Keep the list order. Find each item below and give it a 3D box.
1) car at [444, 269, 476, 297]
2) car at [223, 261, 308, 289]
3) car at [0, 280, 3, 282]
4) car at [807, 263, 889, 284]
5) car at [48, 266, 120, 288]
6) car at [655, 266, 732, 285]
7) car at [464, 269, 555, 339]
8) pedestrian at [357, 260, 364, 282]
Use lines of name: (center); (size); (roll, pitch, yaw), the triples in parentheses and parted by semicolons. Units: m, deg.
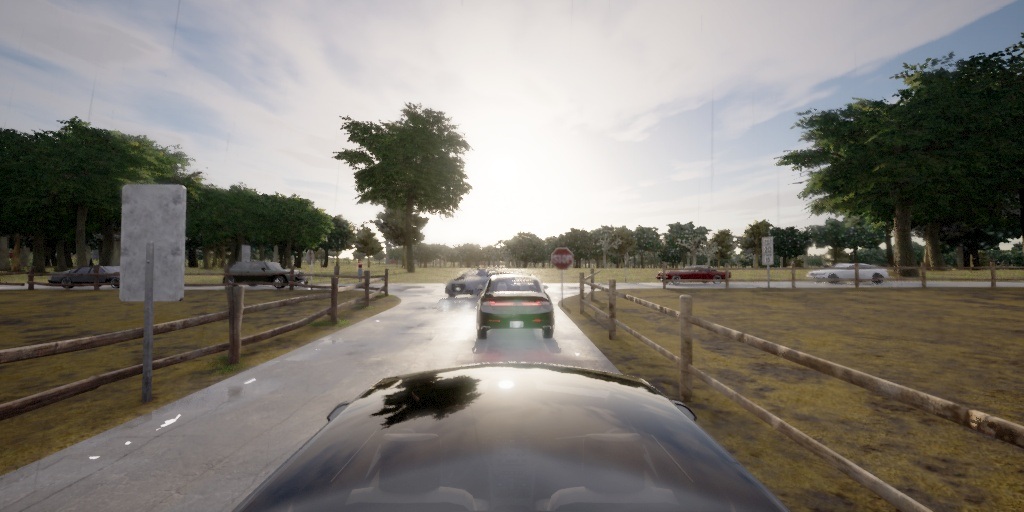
car: (-1.589, 1.345, 18.304); (1.994, 1.385, 4.181); (0, 0, 27)
car: (-15.524, 1.121, 22.802); (4.553, 1.767, 2.097); (0, -2, 1)
car: (-36.177, 1.309, 22.791); (5.357, 1.411, 2.033); (0, -2, 0)
car: (23.921, 1.228, 25.646); (4.674, 1.442, 1.812); (0, -2, 6)
car: (-25.900, 1.313, 22.810); (5.357, 1.411, 2.033); (0, -2, 0)
car: (12.932, 1.360, 25.804); (4.718, 1.301, 1.895); (0, -2, -1)
car: (0.038, 1.254, 10.093); (2.128, 1.511, 4.902); (0, 0, -1)
pedestrian: (-12.197, 1.187, 28.831); (0.375, 1.860, 0.375); (0, -1, 0)
